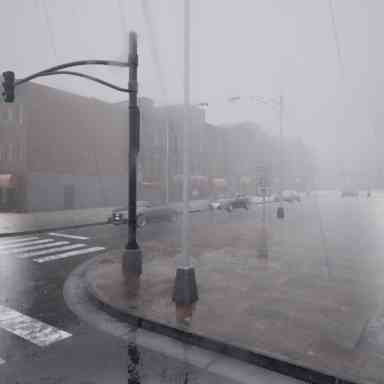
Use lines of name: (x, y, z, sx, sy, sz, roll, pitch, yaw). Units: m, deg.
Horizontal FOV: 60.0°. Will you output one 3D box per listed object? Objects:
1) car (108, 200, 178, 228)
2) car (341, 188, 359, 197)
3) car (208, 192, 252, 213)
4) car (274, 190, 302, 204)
car: (-2.679, 1.128, 18.776, 1.994, 1.385, 4.181, 0, 2, 36)
car: (24.996, 0.090, 52.515, 2.033, 1.411, 5.357, 0, 2, 35)
car: (3.150, 0.795, 26.958, 2.128, 1.511, 4.902, 0, 2, 35)
car: (10.876, 0.501, 37.774, 1.812, 1.442, 4.674, 0, 2, 36)
